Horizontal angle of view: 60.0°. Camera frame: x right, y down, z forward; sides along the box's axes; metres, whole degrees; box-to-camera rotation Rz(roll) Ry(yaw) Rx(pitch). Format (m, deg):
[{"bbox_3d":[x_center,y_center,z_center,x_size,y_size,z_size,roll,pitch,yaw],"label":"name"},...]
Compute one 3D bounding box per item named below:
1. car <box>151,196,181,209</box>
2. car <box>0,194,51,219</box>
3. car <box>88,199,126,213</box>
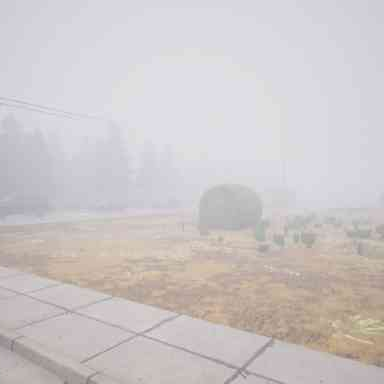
[{"bbox_3d":[-3.586,1.378,45.829,2.097,1.767,4.553,0,0,37],"label":"car"},{"bbox_3d":[-15.500,1.248,29.703,2.150,2.045,5.566,0,0,36],"label":"car"},{"bbox_3d":[-9.552,1.552,37.751,1.812,1.442,4.674,0,0,37],"label":"car"}]
